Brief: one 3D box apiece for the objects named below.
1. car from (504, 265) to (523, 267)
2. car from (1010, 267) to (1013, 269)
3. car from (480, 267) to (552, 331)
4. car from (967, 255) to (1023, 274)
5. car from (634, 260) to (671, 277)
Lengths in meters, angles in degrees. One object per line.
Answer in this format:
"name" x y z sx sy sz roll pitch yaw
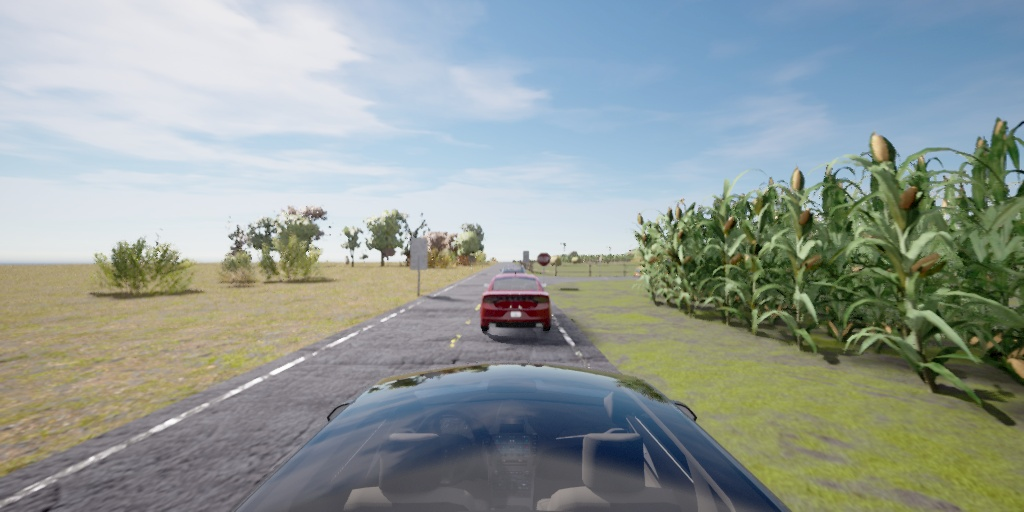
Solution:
"car" 0.105 1.361 25.760 2.128 1.511 4.902 -1 1 0
"car" 43.662 0.966 32.227 4.892 1.490 1.837 -1 -1 0
"car" 0.107 1.280 11.193 1.882 1.535 5.008 0 0 0
"car" 48.215 0.824 35.103 4.553 1.767 2.097 -1 -1 -1
"car" 14.251 1.164 34.685 4.553 1.767 2.097 -1 -1 -1
